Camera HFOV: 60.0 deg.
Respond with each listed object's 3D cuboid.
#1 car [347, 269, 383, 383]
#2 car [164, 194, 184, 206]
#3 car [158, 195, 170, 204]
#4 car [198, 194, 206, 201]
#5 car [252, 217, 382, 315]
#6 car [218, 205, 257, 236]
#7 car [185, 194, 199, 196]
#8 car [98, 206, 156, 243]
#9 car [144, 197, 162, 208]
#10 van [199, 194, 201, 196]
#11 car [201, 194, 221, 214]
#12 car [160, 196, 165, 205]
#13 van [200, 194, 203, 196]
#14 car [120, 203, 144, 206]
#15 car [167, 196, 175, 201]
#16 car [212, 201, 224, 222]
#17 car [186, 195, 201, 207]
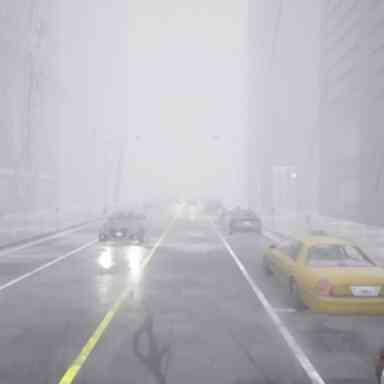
[{"bbox_3d":[2.762,1.586,1.812,1.802,1.307,4.206,0,0,0],"label":"car"},{"bbox_3d":[-3.067,1.366,57.278,2.150,2.045,5.566,0,0,1],"label":"car"},{"bbox_3d":[-5.777,1.493,69.218,2.192,1.841,5.009,0,0,0],"label":"car"},{"bbox_3d":[2.744,1.558,91.713,2.192,1.841,5.009,0,0,0],"label":"car"},{"bbox_3d":[2.760,1.542,7.601,1.752,1.417,4.829,0,0,0],"label":"car"},{"bbox_3d":[2.758,1.610,18.668,1.947,1.339,4.313,0,0,0],"label":"car"},{"bbox_3d":[-0.015,1.536,75.865,2.128,1.511,4.902,0,0,0],"label":"car"},{"bbox_3d":[-3.104,1.602,16.130,1.994,1.385,4.181,0,0,0],"label":"car"},{"bbox_3d":[-5.772,1.661,46.744,1.887,1.381,4.507,0,0,0],"label":"car"},{"bbox_3d":[2.749,1.503,63.619,1.690,1.788,3.998,0,0,0],"label":"van"},{"bbox_3d":[2.380,1.446,36.936,2.097,1.767,4.553,0,0,0],"label":"car"},{"bbox_3d":[-5.773,1.697,52.363,1.947,1.339,4.313,0,0,0],"label":"car"},{"bbox_3d":[2.750,1.487,58.001,1.690,1.788,3.998,0,0,0],"label":"van"},{"bbox_3d":[-5.769,1.655,29.889,1.802,1.307,4.206,0,0,0],"label":"car"},{"bbox_3d":[-5.781,1.825,91.691,1.802,1.307,4.206,0,0,0],"label":"car"},{"bbox_3d":[2.757,1.603,24.287,1.887,1.381,4.507,0,0,0],"label":"car"},{"bbox_3d":[-0.011,1.687,55.556,2.033,1.411,5.357,0,0,0],"label":"car"}]
